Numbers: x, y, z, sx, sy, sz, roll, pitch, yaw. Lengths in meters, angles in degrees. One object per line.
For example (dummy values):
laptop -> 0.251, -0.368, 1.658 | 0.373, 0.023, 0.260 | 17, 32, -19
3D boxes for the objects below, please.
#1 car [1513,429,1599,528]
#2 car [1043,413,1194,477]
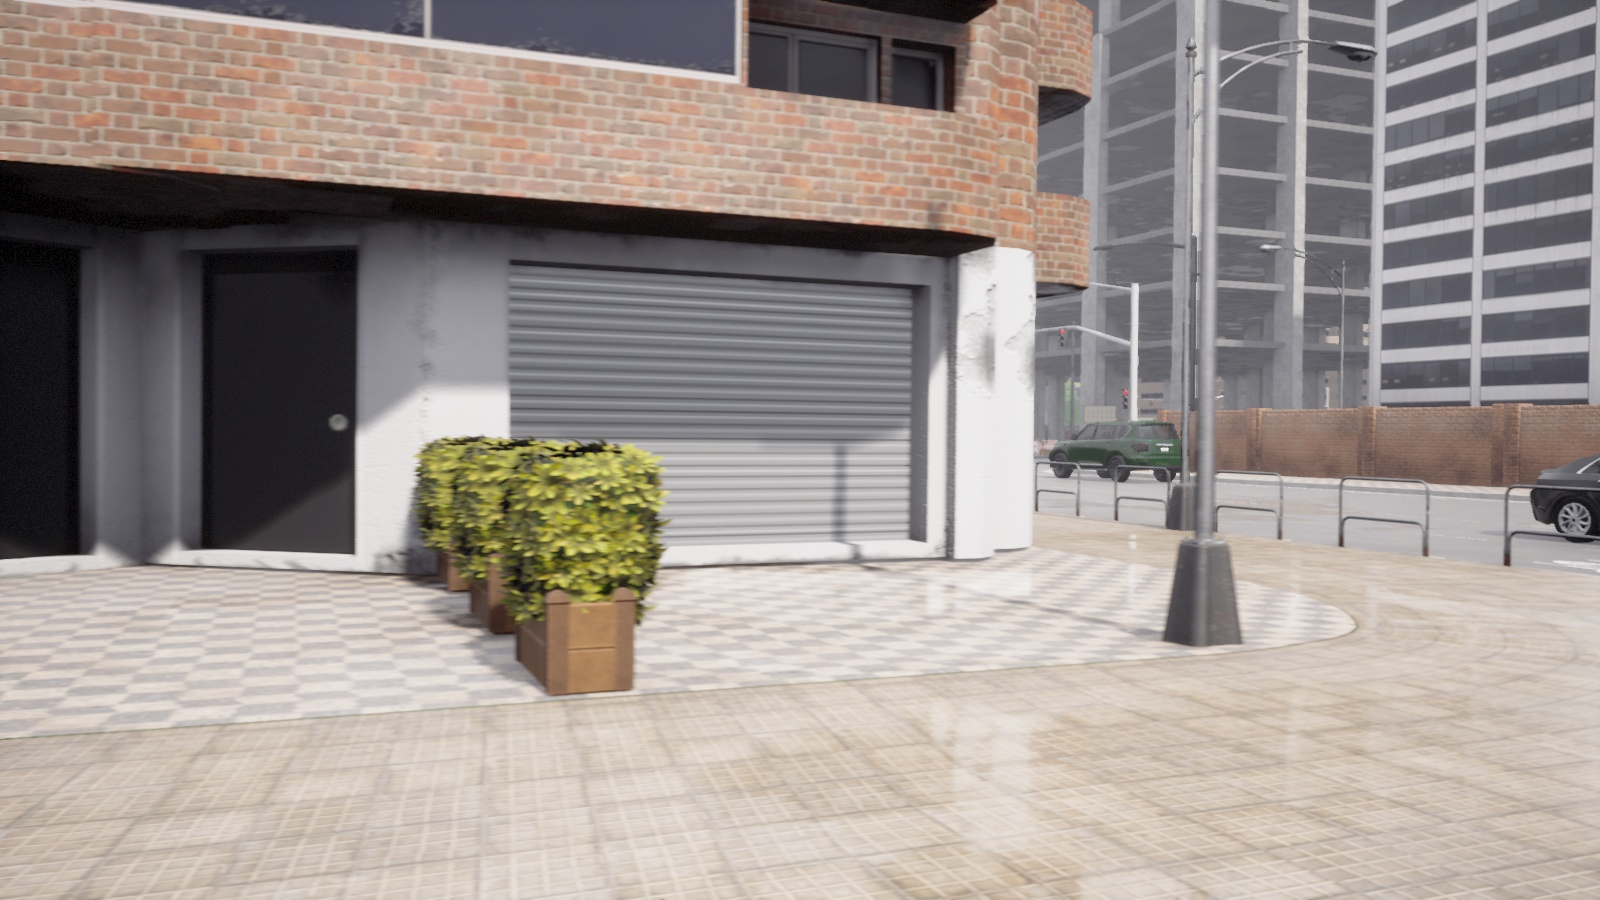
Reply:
car -> 13.275, 0.429, 18.335 | 1.837, 1.490, 4.892 | -1, 1, -22
car -> 10.824, -0.210, 43.153 | 2.150, 2.045, 5.566 | -1, 1, -22
